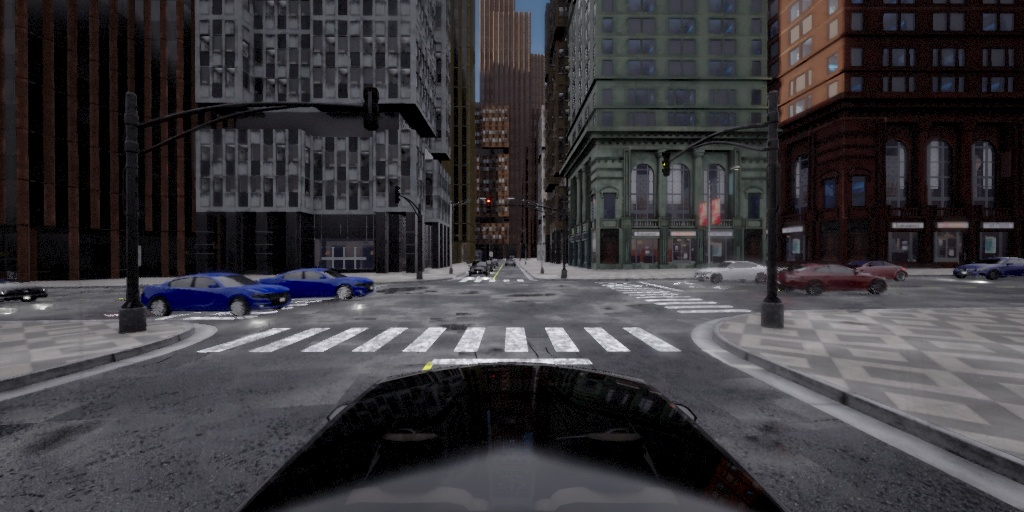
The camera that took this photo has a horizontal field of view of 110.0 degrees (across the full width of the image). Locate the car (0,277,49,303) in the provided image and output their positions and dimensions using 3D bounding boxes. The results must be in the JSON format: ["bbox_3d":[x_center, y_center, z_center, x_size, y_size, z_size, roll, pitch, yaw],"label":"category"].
[{"bbox_3d":[-25.625,1.629,16.979,5.357,1.411,2.033,-1,0,0],"label":"car"}]

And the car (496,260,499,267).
[{"bbox_3d":[-3.403,1.301,55.747,1.895,1.301,4.718,0,0,0],"label":"car"}]

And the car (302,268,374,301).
[{"bbox_3d":[-9.189,1.317,17.036,5.008,1.535,1.882,-2,0,0],"label":"car"}]

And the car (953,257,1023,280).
[{"bbox_3d":[32.378,0.811,23.840,4.674,1.442,1.812,-1,0,-1],"label":"car"}]

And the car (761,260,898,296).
[{"bbox_3d":[14.987,1.065,17.100,4.674,1.442,1.812,-1,0,0],"label":"car"}]

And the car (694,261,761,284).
[{"bbox_3d":[14.596,1.037,23.793,4.674,1.442,1.812,-1,0,-1],"label":"car"}]

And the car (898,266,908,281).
[{"bbox_3d":[23.418,0.962,23.818,4.181,1.385,1.994,-1,0,0],"label":"car"}]

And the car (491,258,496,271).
[{"bbox_3d":[-3.318,1.223,45.458,1.837,1.490,4.892,0,0,0],"label":"car"}]

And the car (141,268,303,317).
[{"bbox_3d":[-10.966,1.378,13.454,5.008,1.535,1.882,-1,0,5],"label":"car"}]

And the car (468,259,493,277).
[{"bbox_3d":[-3.233,1.237,35.993,1.837,1.490,4.892,0,0,-1],"label":"car"}]
